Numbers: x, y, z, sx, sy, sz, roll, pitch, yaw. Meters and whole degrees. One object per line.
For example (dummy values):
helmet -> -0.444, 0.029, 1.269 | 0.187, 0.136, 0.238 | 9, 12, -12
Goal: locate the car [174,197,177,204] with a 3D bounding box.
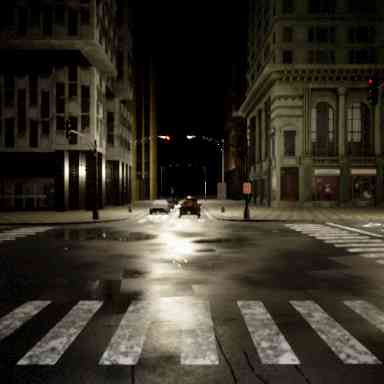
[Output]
car -> -3.281, 1.488, 44.058 | 2.033, 1.411, 5.357 | 0, 0, -1

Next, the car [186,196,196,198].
car -> -0.243, 1.456, 63.342 | 1.994, 1.385, 4.181 | 0, 0, -1

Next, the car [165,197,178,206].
car -> -3.289, 1.481, 54.116 | 1.994, 1.385, 4.181 | 0, 0, 0

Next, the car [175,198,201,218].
car -> -0.185, 1.495, 29.509 | 1.812, 1.442, 4.674 | 0, 0, 2

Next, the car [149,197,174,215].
car -> -3.208, 1.509, 33.992 | 2.033, 1.411, 5.357 | 0, 0, 0
